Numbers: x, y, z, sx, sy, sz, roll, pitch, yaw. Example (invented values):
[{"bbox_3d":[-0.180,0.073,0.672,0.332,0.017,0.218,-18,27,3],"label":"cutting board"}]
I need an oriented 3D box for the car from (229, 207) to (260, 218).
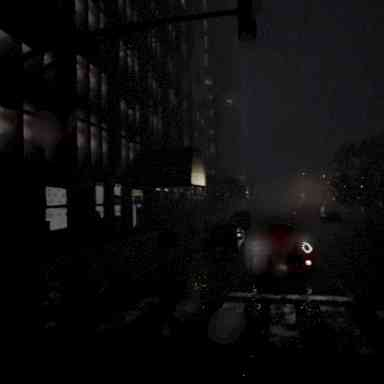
[{"bbox_3d":[4.252,2.417,27.646,2.192,1.841,5.009,-3,-3,14],"label":"car"}]

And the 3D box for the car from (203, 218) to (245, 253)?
[{"bbox_3d":[1.763,2.320,17.605,1.947,1.339,4.313,-3,-3,14],"label":"car"}]

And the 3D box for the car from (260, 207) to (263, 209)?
[{"bbox_3d":[6.990,2.911,38.361,1.967,1.590,4.097,-3,-3,14],"label":"car"}]

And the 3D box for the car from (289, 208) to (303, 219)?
[{"bbox_3d":[16.306,3.343,52.290,1.812,1.442,4.674,-2,-2,14],"label":"car"}]

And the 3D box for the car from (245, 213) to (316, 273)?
[{"bbox_3d":[3.355,1.868,12.631,2.097,1.767,4.553,-2,-2,14],"label":"car"}]

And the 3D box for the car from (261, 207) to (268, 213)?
[{"bbox_3d":[19.043,4.688,87.237,1.752,1.417,4.829,-3,-3,14],"label":"car"}]

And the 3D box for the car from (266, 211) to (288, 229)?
[{"bbox_3d":[8.274,2.686,32.607,1.882,1.535,5.008,-2,-2,14],"label":"car"}]

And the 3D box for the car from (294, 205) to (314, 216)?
[{"bbox_3d":[13.955,2.830,42.543,2.097,1.767,4.553,-2,-2,14],"label":"car"}]

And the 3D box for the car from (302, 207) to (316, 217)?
[{"bbox_3d":[20.643,3.500,58.706,1.752,1.417,4.829,-3,-3,14],"label":"car"}]

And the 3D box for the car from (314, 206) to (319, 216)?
[{"bbox_3d":[19.271,3.099,53.180,2.192,1.841,5.009,-3,-3,14],"label":"car"}]

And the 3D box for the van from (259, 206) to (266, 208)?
[{"bbox_3d":[9.817,3.209,49.811,1.690,1.788,3.998,-3,-3,14],"label":"van"}]

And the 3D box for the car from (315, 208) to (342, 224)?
[{"bbox_3d":[15.148,2.751,36.340,2.008,1.369,4.403,-3,-3,14],"label":"car"}]

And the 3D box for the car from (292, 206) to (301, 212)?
[{"bbox_3d":[28.540,4.650,90.765,1.947,1.339,4.313,-3,-3,14],"label":"car"}]

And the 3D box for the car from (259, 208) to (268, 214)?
[{"bbox_3d":[16.439,4.341,76.658,1.887,1.381,4.507,-3,-3,14],"label":"car"}]

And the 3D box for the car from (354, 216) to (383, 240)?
[{"bbox_3d":[11.469,2.213,20.913,2.008,1.369,4.403,-3,-3,14],"label":"car"}]

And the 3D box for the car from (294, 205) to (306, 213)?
[{"bbox_3d":[25.885,4.028,80.035,2.192,1.841,5.009,-3,-3,14],"label":"car"}]

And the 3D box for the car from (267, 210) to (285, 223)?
[{"bbox_3d":[10.742,3.096,42.443,2.033,1.411,5.357,-2,-2,14],"label":"car"}]

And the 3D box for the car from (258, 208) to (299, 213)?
[{"bbox_3d":[5.799,2.214,22.601,2.097,1.767,4.553,-2,-2,14],"label":"car"}]

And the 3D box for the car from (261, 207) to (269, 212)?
[{"bbox_3d":[20.366,4.874,92.607,1.752,1.417,4.829,-3,-3,14],"label":"car"}]
